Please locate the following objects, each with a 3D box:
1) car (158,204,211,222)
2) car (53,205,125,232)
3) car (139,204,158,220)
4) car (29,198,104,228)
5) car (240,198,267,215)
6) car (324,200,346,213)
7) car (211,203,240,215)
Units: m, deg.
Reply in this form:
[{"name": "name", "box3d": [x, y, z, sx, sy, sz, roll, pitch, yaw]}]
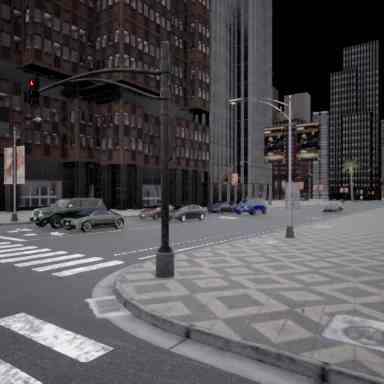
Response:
[{"name": "car", "box3d": [-0.578, 1.884, 30.272, 1.837, 1.490, 4.892, 0, -1, 35]}, {"name": "car", "box3d": [-6.475, 1.795, 21.921, 1.994, 1.385, 4.181, 0, -1, 35]}, {"name": "car", "box3d": [-3.104, 1.904, 32.349, 1.812, 1.442, 4.674, 0, -1, 35]}, {"name": "car", "box3d": [-8.798, 1.457, 24.268, 2.150, 2.045, 5.566, 0, -1, 35]}, {"name": "car", "box3d": [7.490, 1.805, 41.672, 2.150, 2.045, 5.566, 0, -1, 35]}, {"name": "car", "box3d": [20.914, 2.344, 49.107, 2.033, 1.411, 5.357, 0, -1, 35]}, {"name": "car", "box3d": [3.602, 2.094, 41.815, 2.033, 1.411, 5.357, 0, -1, 35]}]
